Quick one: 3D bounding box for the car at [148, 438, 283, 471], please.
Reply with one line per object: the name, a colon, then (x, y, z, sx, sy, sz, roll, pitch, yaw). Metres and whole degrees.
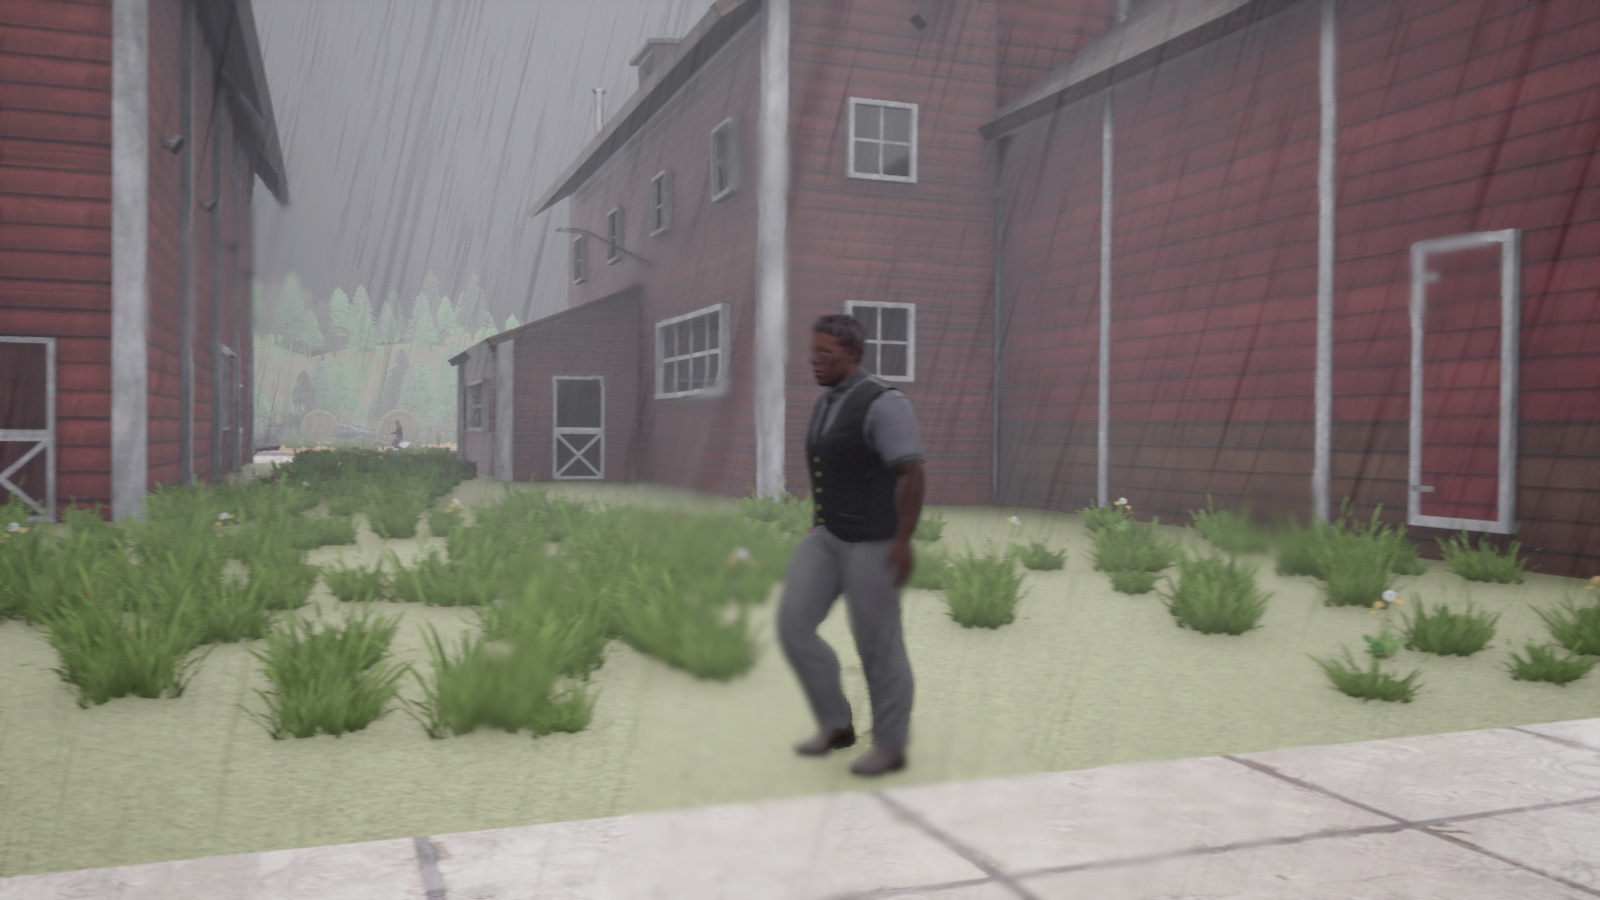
car: (-26.333, 0.177, 56.770, 5.357, 1.411, 2.033, -1, 1, -20)

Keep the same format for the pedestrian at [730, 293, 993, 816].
pedestrian: (0.243, 0.369, 4.973, 0.849, 1.883, 0.563, -1, 1, -30)
